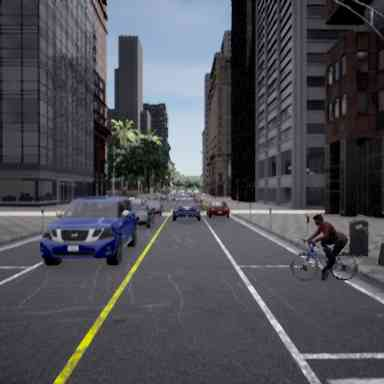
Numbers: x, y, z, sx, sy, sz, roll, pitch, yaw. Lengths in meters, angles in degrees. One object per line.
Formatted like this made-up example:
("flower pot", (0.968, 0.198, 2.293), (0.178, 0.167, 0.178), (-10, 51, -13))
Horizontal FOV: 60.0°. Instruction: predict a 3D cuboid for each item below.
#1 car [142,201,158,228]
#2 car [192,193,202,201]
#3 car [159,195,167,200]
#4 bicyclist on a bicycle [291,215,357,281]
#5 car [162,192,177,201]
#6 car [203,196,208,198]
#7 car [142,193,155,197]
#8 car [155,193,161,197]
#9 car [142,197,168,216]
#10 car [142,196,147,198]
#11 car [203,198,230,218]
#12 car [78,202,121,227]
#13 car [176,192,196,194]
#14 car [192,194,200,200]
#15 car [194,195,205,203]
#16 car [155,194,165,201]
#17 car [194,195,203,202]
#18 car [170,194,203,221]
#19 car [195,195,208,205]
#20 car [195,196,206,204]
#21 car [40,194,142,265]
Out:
("car", (-3.514, 1.503, 21.456), (1.994, 1.385, 4.181), (0, 0, -1))
("car", (1.171, 1.129, 77.512), (2.192, 1.841, 5.009), (0, 0, -1))
("car", (-7.578, 1.374, 88.201), (1.802, 1.307, 4.206), (0, 0, -1))
("bicyclist on a bicycle", (3.251, 1.384, 8.172), (1.656, 1.620, 0.582), (0, 0, -1))
("car", (-4.407, 1.351, 68.727), (2.128, 1.511, 4.902), (0, 0, -1))
("car", (1.959, 1.417, 39.715), (1.752, 1.417, 4.829), (0, 0, -1))
("car", (-6.675, 1.196, 44.801), (2.192, 1.841, 5.009), (0, 0, -1))
("car", (-6.901, 1.173, 55.650), (2.192, 1.841, 5.009), (0, 0, -1))
("car", (-3.685, 1.476, 31.475), (1.994, 1.385, 4.181), (0, 0, -1))
("car", (-6.561, 1.475, 39.377), (1.802, 1.307, 4.206), (0, 0, -1))
("car", (2.189, 1.463, 28.697), (1.887, 1.381, 4.507), (0, 0, -1))
("car", (-6.218, 1.460, 22.932), (1.752, 1.417, 4.829), (0, 0, -1))
("car", (-0.872, 1.228, 47.948), (2.097, 1.767, 4.553), (0, 0, -1))
("car", (0.946, 1.356, 88.360), (1.947, 1.339, 4.313), (0, 0, -1))
("car", (1.398, 1.386, 66.664), (2.008, 1.369, 4.403), (0, 0, -1))
("car", (-7.352, 1.255, 77.350), (1.967, 1.590, 4.097), (0, 0, -1))
("car", (1.281, 1.350, 72.258), (1.752, 1.417, 4.829), (0, 0, -1))
("car", (-0.435, 1.277, 26.902), (2.097, 1.767, 4.553), (0, 0, -1))
("car", (1.623, 1.296, 55.816), (1.967, 1.590, 4.097), (0, 0, -1))
("car", (1.510, 1.390, 61.241), (1.887, 1.381, 4.507), (0, 0, -1))
("car", (-3.321, 1.188, 11.866), (2.150, 2.045, 5.566), (0, 0, -1))
